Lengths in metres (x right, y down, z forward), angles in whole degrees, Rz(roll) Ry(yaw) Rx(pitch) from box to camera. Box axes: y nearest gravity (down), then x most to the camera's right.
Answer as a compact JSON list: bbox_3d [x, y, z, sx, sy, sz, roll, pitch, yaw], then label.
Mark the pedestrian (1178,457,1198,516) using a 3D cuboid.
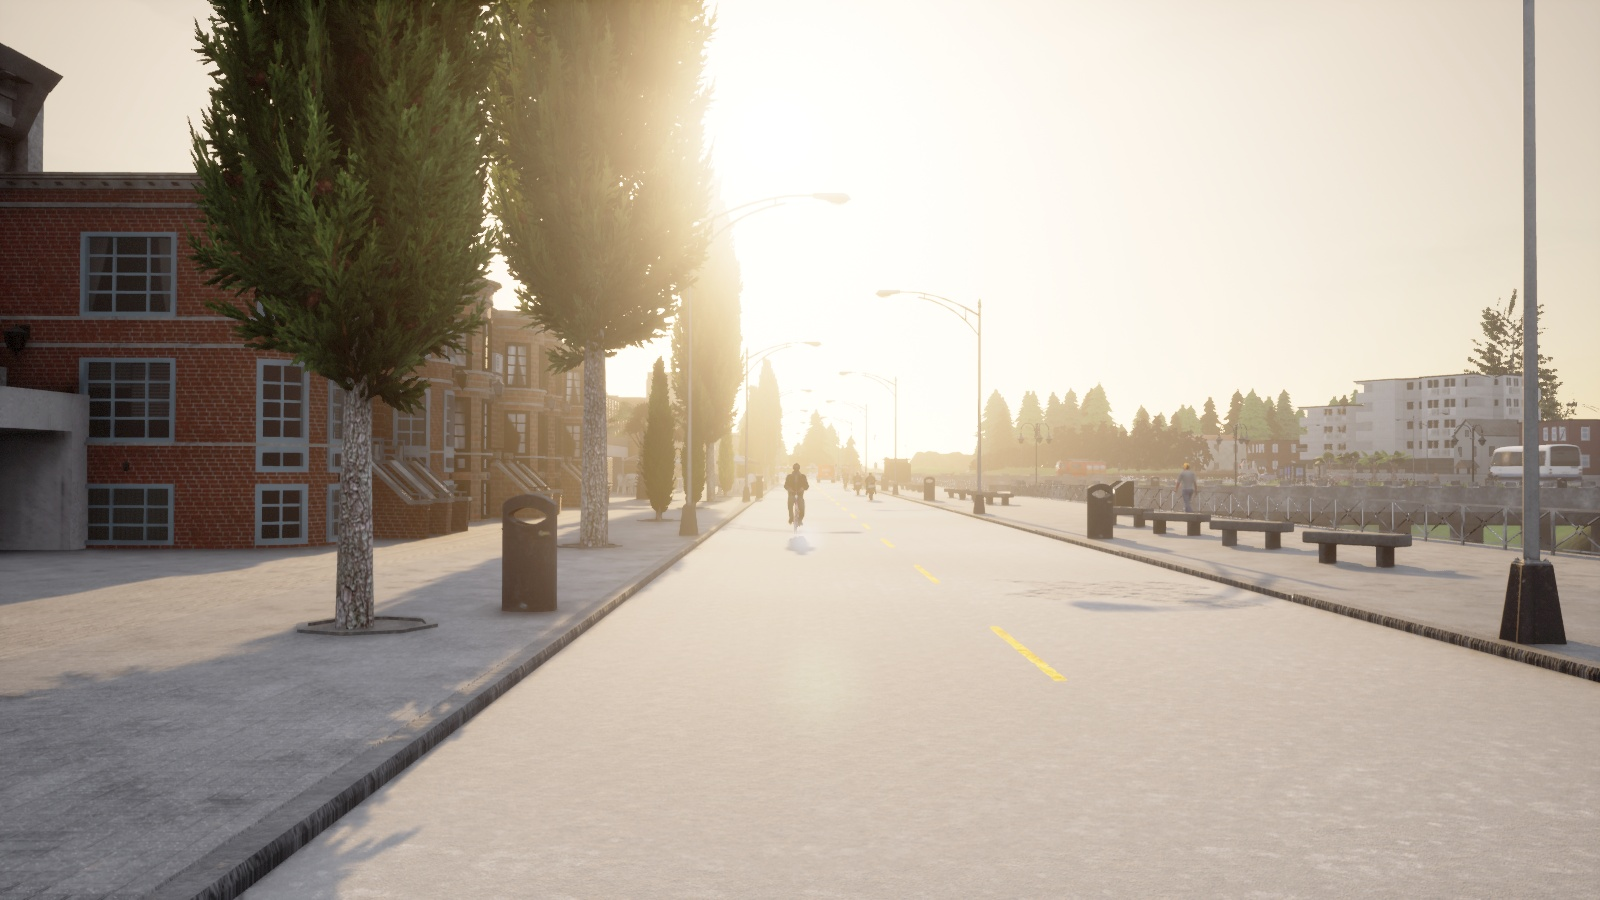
[{"bbox_3d":[12.164,1.136,39.392,0.354,1.836,0.706,0,-1,-2],"label":"pedestrian"}]
